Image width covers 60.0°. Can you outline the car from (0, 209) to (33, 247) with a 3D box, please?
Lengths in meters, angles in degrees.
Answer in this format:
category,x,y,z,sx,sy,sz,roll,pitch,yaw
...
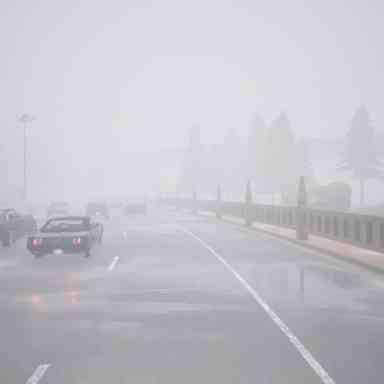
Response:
category,x,y,z,sx,sy,sz,roll,pitch,yaw
car,-8.483,1.491,14.893,2.128,1.511,4.902,0,0,-9

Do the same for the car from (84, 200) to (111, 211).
category,x,y,z,sx,sy,sz,roll,pitch,yaw
car,-8.544,1.505,29.857,1.837,1.490,4.892,0,0,-17

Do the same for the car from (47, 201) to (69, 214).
category,x,y,z,sx,sy,sz,roll,pitch,yaw
car,-12.875,1.547,31.979,2.033,1.411,5.357,0,0,-20

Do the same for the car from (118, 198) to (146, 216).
category,x,y,z,sx,sy,sz,roll,pitch,yaw
car,-5.748,1.477,32.466,1.882,1.535,5.008,0,0,-18

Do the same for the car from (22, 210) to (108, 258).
category,x,y,z,sx,sy,sz,roll,pitch,yaw
car,-4.586,1.601,12.794,1.895,1.301,4.718,0,0,-8

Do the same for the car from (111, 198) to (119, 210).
category,x,y,z,sx,sy,sz,roll,pitch,yaw
car,-9.764,1.526,42.725,1.812,1.442,4.674,0,0,-24
